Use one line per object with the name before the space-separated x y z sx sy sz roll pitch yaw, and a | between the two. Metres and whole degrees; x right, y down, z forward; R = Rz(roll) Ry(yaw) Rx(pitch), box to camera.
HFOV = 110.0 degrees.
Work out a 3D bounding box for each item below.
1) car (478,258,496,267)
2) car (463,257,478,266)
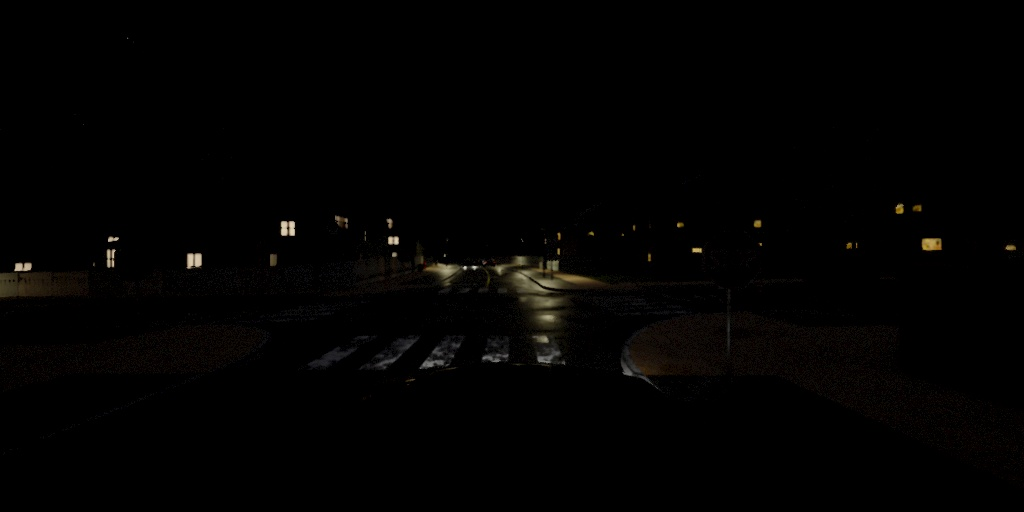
car | -3.707 0.988 56.470 2.033 1.411 5.357 0 0 -10
car | -7.311 0.918 60.933 1.882 1.535 5.008 0 0 -10
